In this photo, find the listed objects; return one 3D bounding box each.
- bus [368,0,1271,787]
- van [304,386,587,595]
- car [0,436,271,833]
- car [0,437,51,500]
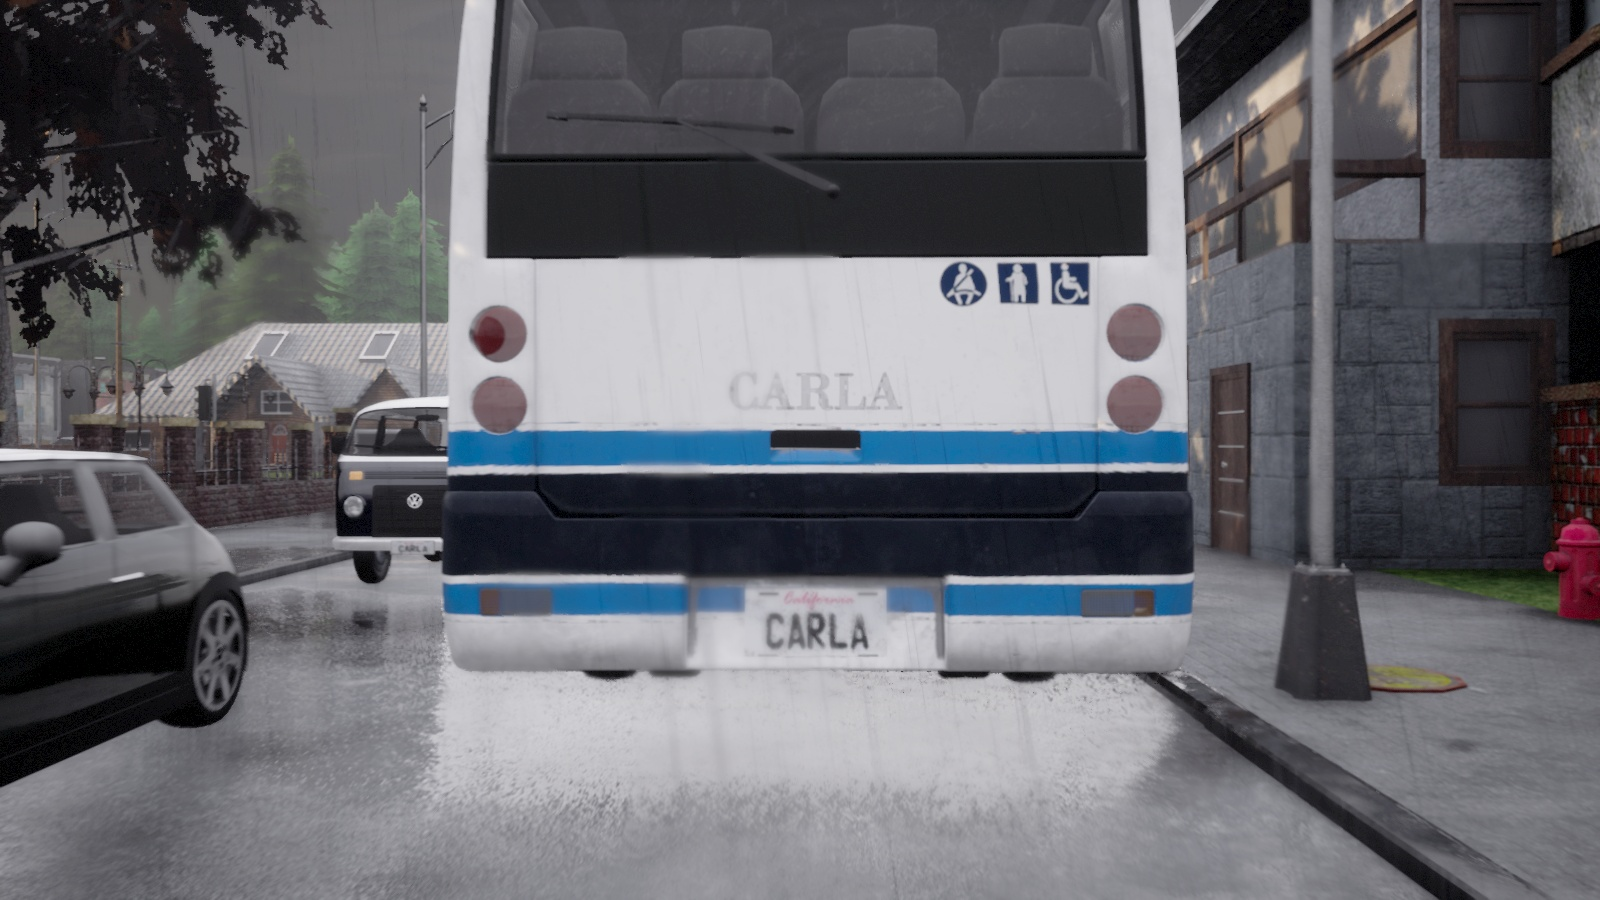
[{"bbox_3d":[0.169,-0.688,10.627,3.944,4.253,10.273,0,0,1],"label":"bus"},{"bbox_3d":[-3.843,0.387,14.527,2.069,2.038,4.480,0,0,-1],"label":"van"},{"bbox_3d":[-3.961,0.680,5.213,1.970,1.475,3.806,0,0,-1],"label":"car"},{"bbox_3d":[-23.044,0.474,33.543,4.856,1.649,2.033,0,0,-1],"label":"car"}]
